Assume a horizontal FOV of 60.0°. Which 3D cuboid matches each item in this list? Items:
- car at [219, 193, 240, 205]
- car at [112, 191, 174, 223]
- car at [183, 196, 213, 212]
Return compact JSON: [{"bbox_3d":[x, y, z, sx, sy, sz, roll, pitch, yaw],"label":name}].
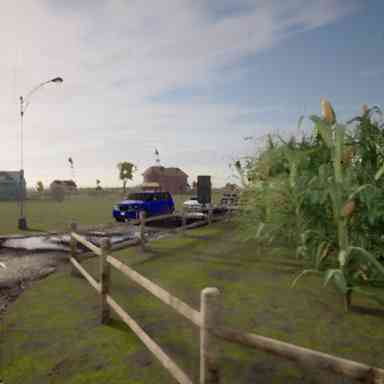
[{"bbox_3d":[4.925,0.874,43.247,1.837,1.490,4.892,1,1,21],"label":"car"},{"bbox_3d":[-3.208,0.935,23.087,2.150,2.045,5.566,1,1,23],"label":"car"},{"bbox_3d":[0.644,1.078,32.346,1.812,1.442,4.674,1,1,22],"label":"car"}]
